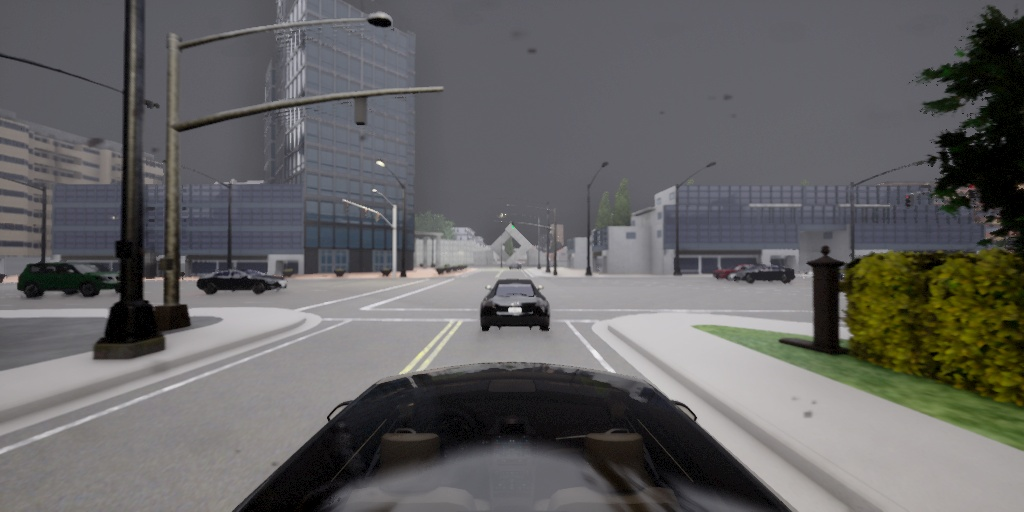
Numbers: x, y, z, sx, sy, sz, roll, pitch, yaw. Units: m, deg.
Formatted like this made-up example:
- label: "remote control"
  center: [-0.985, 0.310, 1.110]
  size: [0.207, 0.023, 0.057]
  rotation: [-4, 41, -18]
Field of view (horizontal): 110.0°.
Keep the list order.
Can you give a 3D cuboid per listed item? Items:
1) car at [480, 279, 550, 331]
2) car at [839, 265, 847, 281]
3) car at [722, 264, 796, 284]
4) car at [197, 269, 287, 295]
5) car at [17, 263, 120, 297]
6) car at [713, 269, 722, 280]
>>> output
- label: "car"
  center: [0.086, 1.420, 11.492]
  size: [1.994, 1.385, 4.181]
  rotation: [0, -1, 0]
- label: "car"
  center: [30.151, 1.415, 29.883]
  size: [4.902, 1.511, 2.128]
  rotation: [-1, -1, 0]
- label: "car"
  center: [20.730, 1.488, 29.802]
  size: [4.902, 1.511, 2.128]
  rotation: [0, -1, 0]
- label: "car"
  center: [-16.673, 1.569, 22.293]
  size: [4.902, 1.511, 2.128]
  rotation: [-1, -1, 0]
- label: "car"
  center: [-26.819, 1.419, 22.209]
  size: [5.566, 2.045, 2.150]
  rotation: [-1, -1, -1]
- label: "car"
  center: [21.339, 1.511, 33.315]
  size: [5.008, 1.535, 1.882]
  rotation: [0, -1, 0]
